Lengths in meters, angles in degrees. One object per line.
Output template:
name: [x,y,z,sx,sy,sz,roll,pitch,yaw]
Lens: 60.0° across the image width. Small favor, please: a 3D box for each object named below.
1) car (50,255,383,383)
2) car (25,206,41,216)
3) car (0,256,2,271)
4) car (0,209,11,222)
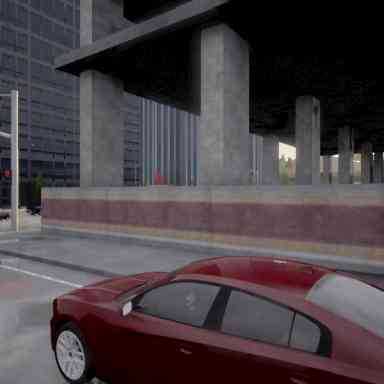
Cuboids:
car: [0.425,1.478,3.686,5.008,1.535,1.882,0,0,35]
car: [-14.129,1.656,33.535,1.895,1.301,4.718,0,0,36]
car: [-6.923,1.564,8.871,4.181,1.385,1.994,0,0,36]
car: [-15.829,1.658,24.669,1.895,1.301,4.718,0,0,37]
